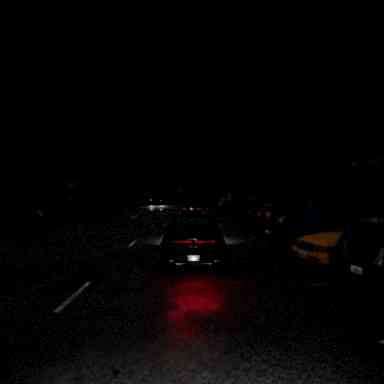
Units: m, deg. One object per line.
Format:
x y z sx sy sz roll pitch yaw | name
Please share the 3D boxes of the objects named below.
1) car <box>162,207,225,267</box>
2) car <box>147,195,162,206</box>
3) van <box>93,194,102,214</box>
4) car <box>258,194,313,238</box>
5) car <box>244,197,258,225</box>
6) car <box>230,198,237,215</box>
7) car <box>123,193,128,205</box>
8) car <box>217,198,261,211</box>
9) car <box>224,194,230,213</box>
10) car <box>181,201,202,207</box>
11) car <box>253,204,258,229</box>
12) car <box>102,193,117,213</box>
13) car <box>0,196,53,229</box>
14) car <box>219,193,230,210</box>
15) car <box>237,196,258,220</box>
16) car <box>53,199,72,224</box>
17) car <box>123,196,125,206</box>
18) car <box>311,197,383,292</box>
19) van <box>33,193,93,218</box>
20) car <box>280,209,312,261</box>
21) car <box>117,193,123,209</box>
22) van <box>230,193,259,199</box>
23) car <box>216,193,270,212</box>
0.034 1.499 11.355 1.837 1.490 4.892 0 1 0 | car
-6.201 1.308 54.548 2.097 1.767 4.553 0 0 -14 | car
-11.276 1.239 31.929 4.442 1.987 1.878 -1 0 -20 | van
5.901 1.226 13.634 5.566 2.045 2.435 1 0 -20 | car
5.814 1.347 19.659 4.553 1.767 2.185 1 0 -20 | car
5.819 1.469 25.709 4.892 1.521 2.231 1 0 -20 | car
-11.247 1.201 43.790 5.566 2.045 2.435 -1 0 -20 | car
5.756 1.483 40.842 4.792 1.488 2.163 1 0 -20 | car
5.817 1.337 31.759 4.553 1.767 2.185 1 0 -20 | car
-0.060 1.524 31.220 2.033 1.411 5.357 0 0 0 | car
5.826 1.504 16.635 4.792 1.488 2.163 1 0 -20 | car
-11.160 1.209 34.947 5.566 2.045 2.435 -1 0 -20 | car
-11.138 1.349 20.128 4.553 1.767 2.185 -1 0 -20 | car
5.750 1.208 34.757 5.566 2.045 2.435 1 0 -20 | car
5.790 1.344 22.688 4.553 1.767 2.185 1 0 -20 | car
-11.121 1.473 23.103 4.892 1.521 2.231 -1 0 -20 | car
-11.192 1.484 40.873 4.792 1.488 2.163 -1 0 -20 | car
5.872 1.229 7.571 5.566 2.045 2.435 1 0 -20 | car
-11.263 1.242 28.970 4.442 1.987 1.878 -1 0 -20 | van
5.712 1.474 10.533 5.366 1.575 1.946 1 0 -20 | car
-11.173 1.206 37.906 5.566 2.045 2.435 -1 0 -20 | car
5.908 1.241 28.777 4.442 1.987 1.878 1 0 -20 | van
5.776 1.205 37.818 5.566 2.045 2.435 1 0 -20 | car
